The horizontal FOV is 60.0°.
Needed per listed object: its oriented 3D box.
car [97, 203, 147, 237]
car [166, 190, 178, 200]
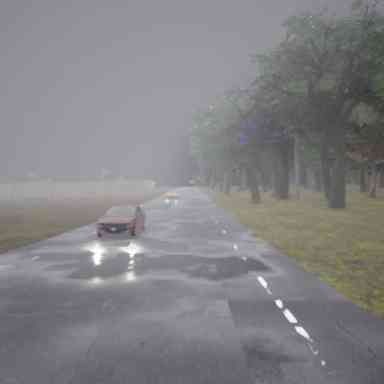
[{"bbox_3d":[-3.597,1.411,17.706,1.882,1.535,5.008,0,0,0],"label":"car"},{"bbox_3d":[-3.536,0.483,59.244,1.882,1.535,5.008,0,2,1],"label":"car"}]
